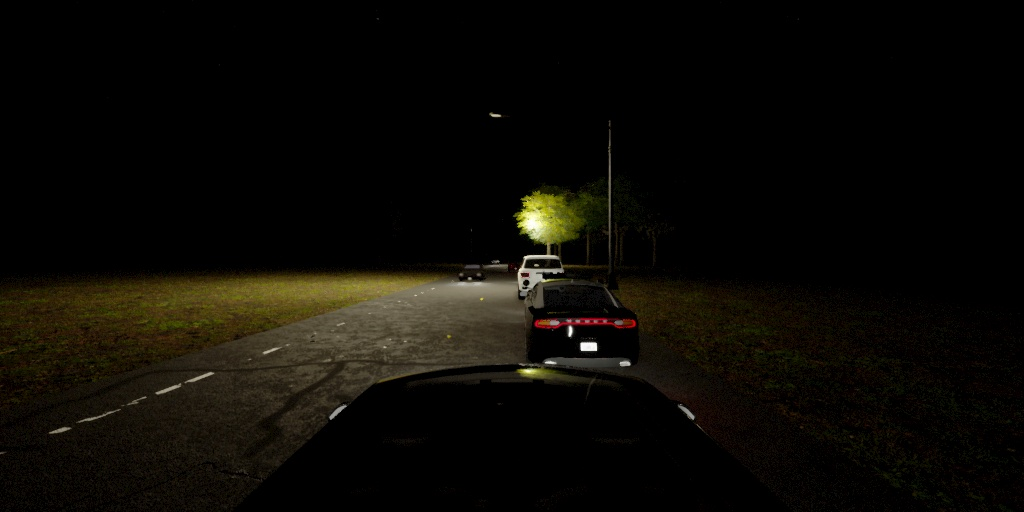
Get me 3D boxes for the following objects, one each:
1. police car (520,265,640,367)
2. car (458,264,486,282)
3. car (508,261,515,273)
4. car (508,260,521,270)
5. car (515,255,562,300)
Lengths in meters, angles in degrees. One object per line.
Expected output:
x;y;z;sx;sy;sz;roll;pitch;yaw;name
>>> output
1.216;1.175;8.025;1.930;1.638;5.238;0;0;1;police car
-3.167;1.330;29.705;2.033;1.411;5.357;0;0;0;car
0.462;1.342;45.677;1.812;1.442;4.674;0;0;0;car
0.332;1.402;57.063;1.994;1.385;4.181;0;-1;-1;car
1.382;0.988;17.970;2.150;2.045;5.566;0;0;1;car
